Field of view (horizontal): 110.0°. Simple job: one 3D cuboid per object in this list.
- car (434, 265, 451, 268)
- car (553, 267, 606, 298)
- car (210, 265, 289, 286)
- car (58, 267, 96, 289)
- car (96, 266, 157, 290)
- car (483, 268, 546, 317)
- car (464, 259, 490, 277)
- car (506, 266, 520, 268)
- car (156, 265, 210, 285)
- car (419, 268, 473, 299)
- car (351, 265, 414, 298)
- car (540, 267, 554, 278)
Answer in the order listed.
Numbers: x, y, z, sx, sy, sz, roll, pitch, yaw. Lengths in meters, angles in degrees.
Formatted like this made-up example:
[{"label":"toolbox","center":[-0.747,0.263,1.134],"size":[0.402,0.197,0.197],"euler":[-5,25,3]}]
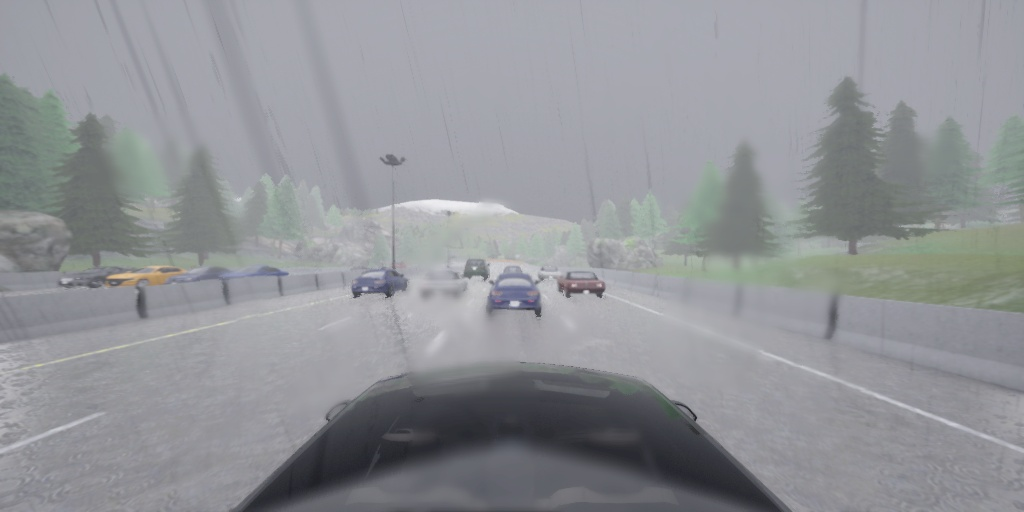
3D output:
[{"label":"car","center":[-6.924,1.627,35.936],"size":[1.812,1.442,4.674],"euler":[0,-1,0]},{"label":"car","center":[3.588,1.472,19.509],"size":[1.895,1.301,4.718],"euler":[0,-1,0]},{"label":"car","center":[-17.613,1.419,24.719],"size":[1.882,1.535,5.008],"euler":[0,-1,0]},{"label":"car","center":[-28.112,1.442,25.022],"size":[2.128,1.511,4.902],"euler":[0,-1,0]},{"label":"car","center":[-24.613,1.421,24.661],"size":[1.882,1.535,5.008],"euler":[0,-1,0]},{"label":"car","center":[0.089,1.343,13.508],"size":[1.812,1.442,4.674],"euler":[0,-1,0]},{"label":"car","center":[-3.423,1.313,35.448],"size":[2.150,2.045,5.566],"euler":[0,-1,0]},{"label":"car","center":[0.079,1.575,31.510],"size":[2.033,1.411,5.357],"euler":[0,-1,0]},{"label":"car","center":[-21.113,1.468,24.706],"size":[1.812,1.442,4.674],"euler":[0,-1,0]},{"label":"car","center":[-3.411,1.470,18.952],"size":[1.895,1.301,4.718],"euler":[0,-1,0]},{"label":"car","center":[-6.914,1.399,19.178],"size":[1.812,1.442,4.674],"euler":[0,-1,0]},{"label":"car","center":[3.577,1.683,35.074],"size":[1.895,1.301,4.718],"euler":[0,-1,0]}]
